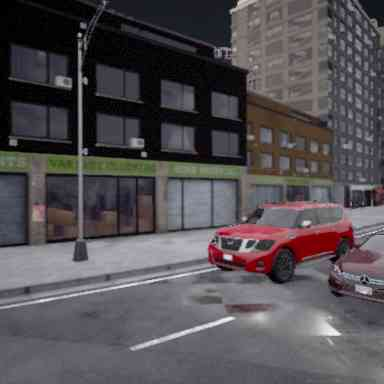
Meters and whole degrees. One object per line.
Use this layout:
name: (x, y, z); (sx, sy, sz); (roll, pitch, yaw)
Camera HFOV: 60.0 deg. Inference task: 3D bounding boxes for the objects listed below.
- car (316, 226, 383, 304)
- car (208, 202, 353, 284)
car: (5.062, 1.635, 7.914); (4.674, 1.442, 1.812); (1, -1, -41)
car: (3.038, 1.359, 10.466); (5.566, 2.045, 2.150); (0, -1, -40)
